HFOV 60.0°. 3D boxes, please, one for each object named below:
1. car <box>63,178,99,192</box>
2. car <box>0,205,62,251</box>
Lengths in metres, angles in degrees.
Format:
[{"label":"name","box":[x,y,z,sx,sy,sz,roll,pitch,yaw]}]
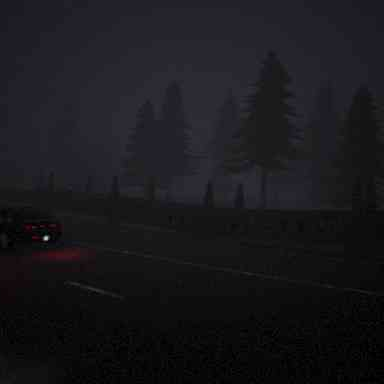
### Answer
[{"label":"car","box":[-17.101,-1.091,51.693,2.150,2.045,5.566,5,3,37]},{"label":"car","box":[-7.163,1.262,13.246,4.892,1.490,1.837,4,2,35]}]
